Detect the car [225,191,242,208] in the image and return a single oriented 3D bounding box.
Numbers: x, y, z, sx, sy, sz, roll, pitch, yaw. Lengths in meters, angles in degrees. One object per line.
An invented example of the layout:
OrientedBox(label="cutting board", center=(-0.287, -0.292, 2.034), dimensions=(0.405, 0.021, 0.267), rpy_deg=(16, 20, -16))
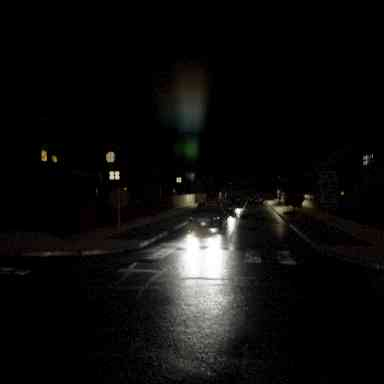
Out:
OrientedBox(label="car", center=(5.252, 0.892, 42.712), dimensions=(2.150, 2.045, 5.566), rpy_deg=(0, 1, 11))

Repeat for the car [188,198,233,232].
OrientedBox(label="car", center=(1.024, 1.348, 19.418), dimensions=(2.128, 1.511, 4.902), rpy_deg=(0, 0, 11))

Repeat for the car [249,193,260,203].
OrientedBox(label="car", center=(10.915, 1.007, 58.113), dimensions=(1.882, 1.535, 5.008), rpy_deg=(0, 0, 10))

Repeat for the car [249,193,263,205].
OrientedBox(label="car", center=(9.251, 1.174, 48.288), dimensions=(1.994, 1.385, 4.181), rpy_deg=(0, 0, 9))

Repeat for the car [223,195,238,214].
OrientedBox(label="car", center=(2.812, 1.306, 29.289), dimensions=(1.812, 1.442, 4.674), rpy_deg=(0, 1, 11))
